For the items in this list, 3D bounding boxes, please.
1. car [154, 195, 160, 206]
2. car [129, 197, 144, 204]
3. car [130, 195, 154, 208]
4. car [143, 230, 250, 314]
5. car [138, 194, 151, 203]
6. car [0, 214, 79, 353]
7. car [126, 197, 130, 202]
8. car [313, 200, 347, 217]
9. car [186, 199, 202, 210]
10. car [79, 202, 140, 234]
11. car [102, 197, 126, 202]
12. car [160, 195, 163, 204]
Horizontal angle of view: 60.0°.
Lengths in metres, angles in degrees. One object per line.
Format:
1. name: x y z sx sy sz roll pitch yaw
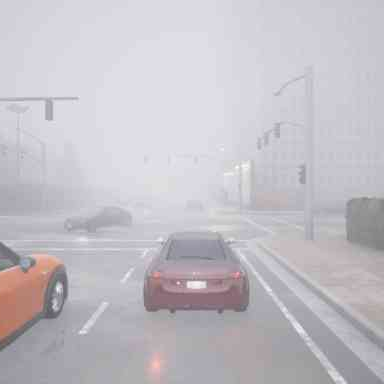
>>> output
1. car: -6.995 1.505 56.093 1.837 1.490 4.892 0 0 0
2. car: -10.455 1.601 62.767 1.895 1.301 4.718 0 0 1
3. car: -7.012 1.352 47.151 2.097 1.767 4.553 0 0 0
4. car: 0.090 1.564 7.720 1.994 1.385 4.181 0 0 0
5. car: -10.387 1.355 72.748 2.097 1.767 4.553 0 0 0
6. car: -3.432 1.352 4.547 2.097 1.767 4.553 0 0 1
7. car: -10.508 1.477 52.701 1.882 1.535 5.008 0 0 0
8. car: 13.487 1.546 31.467 4.902 1.511 2.128 0 0 0
9. car: 0.286 1.563 43.123 1.994 1.385 4.181 0 0 -1
10. car: -5.471 1.557 19.934 1.812 1.442 4.674 -1 0 28
11. car: -10.535 1.491 43.553 2.128 1.511 4.902 0 0 1
12. car: -6.922 1.352 66.171 2.097 1.767 4.553 0 0 1
